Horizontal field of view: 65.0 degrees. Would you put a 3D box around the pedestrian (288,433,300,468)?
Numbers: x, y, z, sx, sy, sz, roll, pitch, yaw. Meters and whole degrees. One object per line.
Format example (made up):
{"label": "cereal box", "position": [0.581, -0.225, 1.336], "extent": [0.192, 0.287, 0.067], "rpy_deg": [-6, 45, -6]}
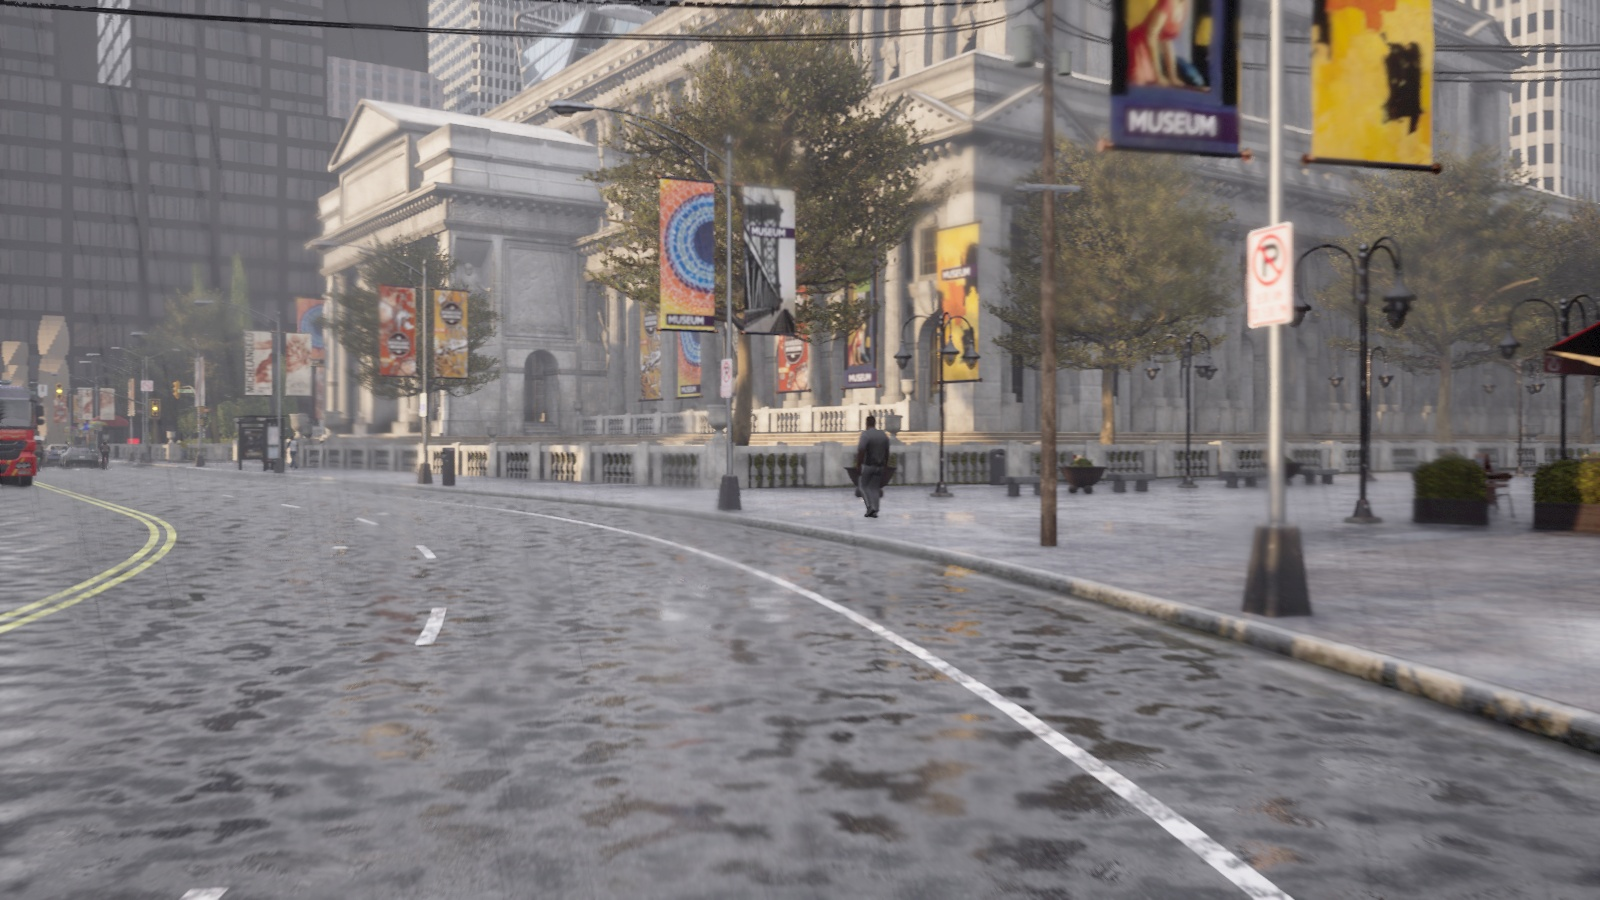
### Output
{"label": "pedestrian", "position": [-27.103, 0.025, 67.320], "extent": [0.354, 1.836, 0.706], "rpy_deg": [0, 0, -44]}

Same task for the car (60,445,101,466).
{"label": "car", "position": [-48.167, 0.339, 84.063], "extent": [1.994, 1.385, 4.181], "rpy_deg": [0, 0, -35]}

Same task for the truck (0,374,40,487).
{"label": "truck", "position": [-29.873, -0.676, 45.989], "extent": [2.891, 3.827, 8.468], "rpy_deg": [0, 0, -35]}

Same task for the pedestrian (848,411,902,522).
{"label": "pedestrian", "position": [1.300, 0.280, 21.851], "extent": [0.563, 1.883, 0.849], "rpy_deg": [0, 0, -28]}
